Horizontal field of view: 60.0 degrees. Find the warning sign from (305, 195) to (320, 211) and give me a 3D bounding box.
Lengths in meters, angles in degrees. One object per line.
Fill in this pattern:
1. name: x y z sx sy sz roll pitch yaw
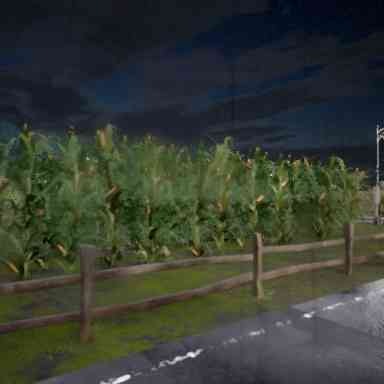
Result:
1. warning sign: 14.262 1.314 39.434 1.300 1.860 1.060 0 0 -36
